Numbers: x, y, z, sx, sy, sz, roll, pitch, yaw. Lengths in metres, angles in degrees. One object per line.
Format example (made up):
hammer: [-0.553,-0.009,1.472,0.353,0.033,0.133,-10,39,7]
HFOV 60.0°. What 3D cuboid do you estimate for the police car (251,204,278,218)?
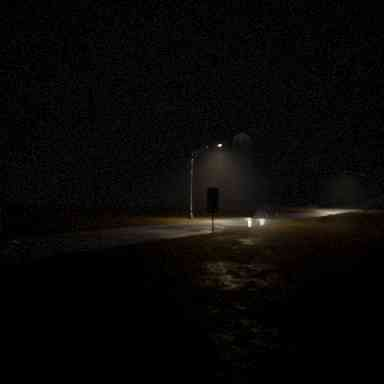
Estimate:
police car: [8.949,2.274,41.060,1.930,1.638,5.238,0,-1,35]
